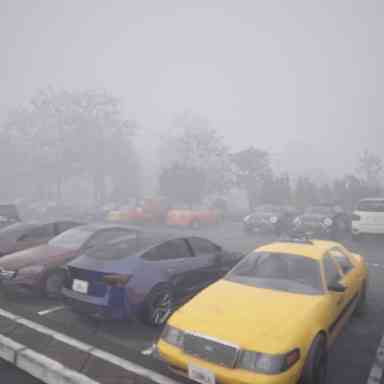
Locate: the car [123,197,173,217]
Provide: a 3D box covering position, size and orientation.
[{"bbox_3d":[-2.007,1.397,24.581,2.435,2.045,5.566,0,0,36],"label":"car"}]

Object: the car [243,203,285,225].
[{"bbox_3d":[4.783,1.463,19.713,2.185,1.767,4.553,0,0,36],"label":"car"}]

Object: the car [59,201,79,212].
[{"bbox_3d":[-8.727,1.735,29.331,2.163,1.488,4.792,0,0,36],"label":"car"}]

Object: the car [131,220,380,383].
[{"bbox_3d":[1.657,1.547,5.590,1.946,1.575,5.366,0,0,36],"label":"car"}]

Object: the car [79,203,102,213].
[{"bbox_3d":[-6.443,1.686,27.735,2.097,1.535,5.008,0,0,36],"label":"car"}]

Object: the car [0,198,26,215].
[{"bbox_3d":[-22.306,1.688,39.071,2.185,1.767,4.553,0,0,36],"label":"car"}]

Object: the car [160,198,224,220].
[{"bbox_3d":[0.323,1.502,22.836,2.185,1.767,4.553,-1,0,36],"label":"car"}]

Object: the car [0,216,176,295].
[{"bbox_3d":[-2.755,1.629,8.988,2.002,1.452,4.674,-1,0,36],"label":"car"}]

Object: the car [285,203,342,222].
[{"bbox_3d":[7.046,1.444,18.089,2.185,1.767,4.553,0,0,36],"label":"car"}]

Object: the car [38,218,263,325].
[{"bbox_3d":[-0.479,1.599,7.387,2.163,1.488,4.792,0,0,36],"label":"car"}]

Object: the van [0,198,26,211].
[{"bbox_3d":[-9.711,1.423,13.832,1.878,1.987,4.442,-1,0,36],"label":"van"}]

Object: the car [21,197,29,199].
[{"bbox_3d":[-17.777,1.528,35.826,2.435,2.045,5.566,0,0,36],"label":"car"}]

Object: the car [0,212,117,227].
[{"bbox_3d":[-5.035,1.638,10.585,2.163,1.488,4.792,0,0,36],"label":"car"}]

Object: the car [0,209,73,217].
[{"bbox_3d":[-7.284,1.630,12.226,2.231,1.521,4.892,0,0,36],"label":"car"}]

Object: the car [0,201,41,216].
[{"bbox_3d":[-20.021,1.796,37.476,2.097,1.535,5.008,0,0,36],"label":"car"}]

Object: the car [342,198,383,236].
[{"bbox_3d":[9.408,1.298,16.391,2.435,2.045,5.566,0,0,36],"label":"car"}]

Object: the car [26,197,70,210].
[{"bbox_3d":[-13.217,1.618,32.627,2.185,1.767,4.553,0,0,36],"label":"car"}]

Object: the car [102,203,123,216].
[{"bbox_3d":[-4.177,1.665,26.331,1.946,1.575,5.366,0,0,36],"label":"car"}]
